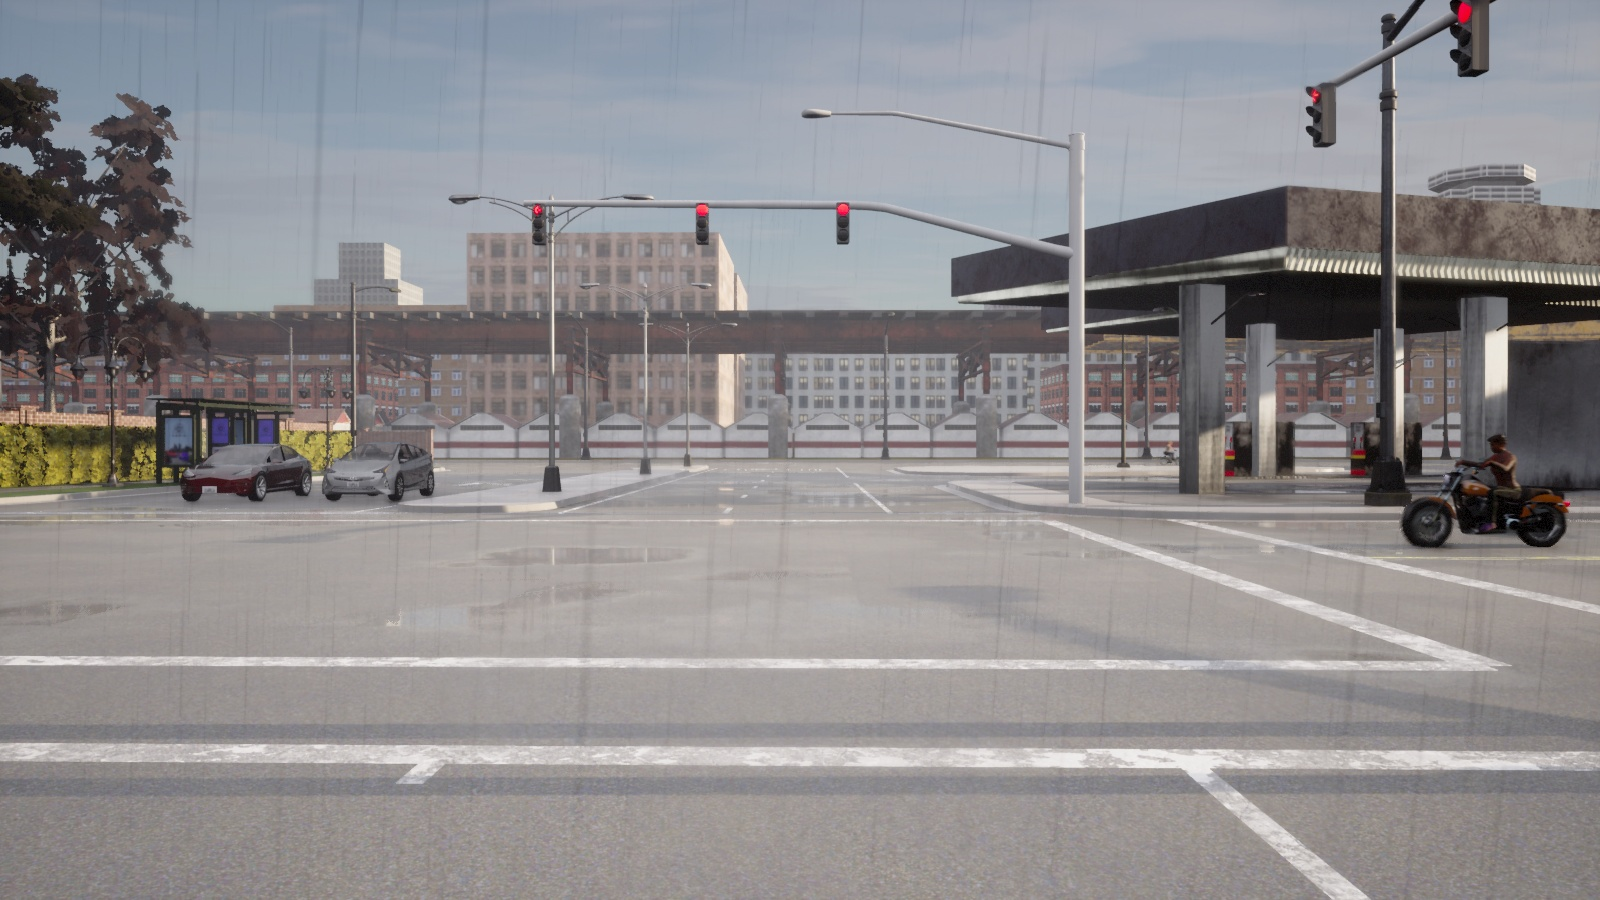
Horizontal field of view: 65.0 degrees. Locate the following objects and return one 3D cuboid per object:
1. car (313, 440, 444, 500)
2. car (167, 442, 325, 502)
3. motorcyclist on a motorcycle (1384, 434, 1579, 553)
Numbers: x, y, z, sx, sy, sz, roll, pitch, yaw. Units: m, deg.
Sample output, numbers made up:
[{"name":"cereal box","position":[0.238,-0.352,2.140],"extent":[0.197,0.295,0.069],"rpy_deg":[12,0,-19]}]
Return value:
[{"name":"car","position":[-11.300,0.492,34.023],"extent":[2.007,1.525,4.514],"rpy_deg":[0,0,0]},{"name":"car","position":[-14.822,0.543,33.925],"extent":[2.163,1.488,4.792],"rpy_deg":[0,0,0]},{"name":"motorcyclist on a motorcycle","position":[9.639,0.604,17.812],"extent":[2.350,1.649,0.766],"rpy_deg":[0,0,-1]}]
